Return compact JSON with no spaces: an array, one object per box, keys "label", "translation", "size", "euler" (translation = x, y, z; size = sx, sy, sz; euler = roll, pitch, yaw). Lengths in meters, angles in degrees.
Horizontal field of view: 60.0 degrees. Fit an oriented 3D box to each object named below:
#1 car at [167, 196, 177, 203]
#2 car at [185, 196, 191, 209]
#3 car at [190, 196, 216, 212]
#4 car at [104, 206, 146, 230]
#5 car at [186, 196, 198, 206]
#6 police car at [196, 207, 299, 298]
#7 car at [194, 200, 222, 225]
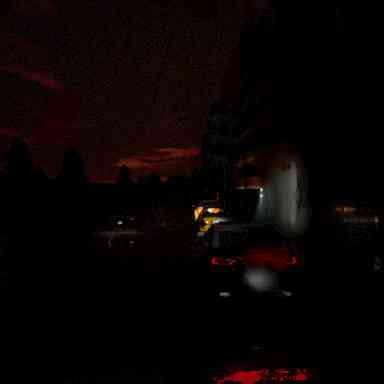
[{"label":"car","translation":[-4.000,1.547,67.056],"size":[2.033,1.411,5.357],"euler":[0,0,0]},{"label":"car","translation":[0.025,1.491,44.505],"size":[2.128,1.511,4.902],"euler":[0,0,1]},{"label":"car","translation":[1.147,1.300,24.532],"size":[2.097,1.767,4.553],"euler":[-3,0,0]},{"label":"car","translation":[-4.100,1.564,20.944],"size":[1.994,1.385,4.181],"euler":[0,0,0]},{"label":"car","translation":[0.000,1.505,56.686],"size":[1.837,1.490,4.892],"euler":[0,0,0]},{"label":"police car","translation":[1.188,1.420,8.673],"size":[1.930,1.638,5.238],"euler":[0,0,0]},{"label":"car","translation":[1.200,1.456,18.751],"size":[1.801,1.575,5.366],"euler":[0,0,0]}]
